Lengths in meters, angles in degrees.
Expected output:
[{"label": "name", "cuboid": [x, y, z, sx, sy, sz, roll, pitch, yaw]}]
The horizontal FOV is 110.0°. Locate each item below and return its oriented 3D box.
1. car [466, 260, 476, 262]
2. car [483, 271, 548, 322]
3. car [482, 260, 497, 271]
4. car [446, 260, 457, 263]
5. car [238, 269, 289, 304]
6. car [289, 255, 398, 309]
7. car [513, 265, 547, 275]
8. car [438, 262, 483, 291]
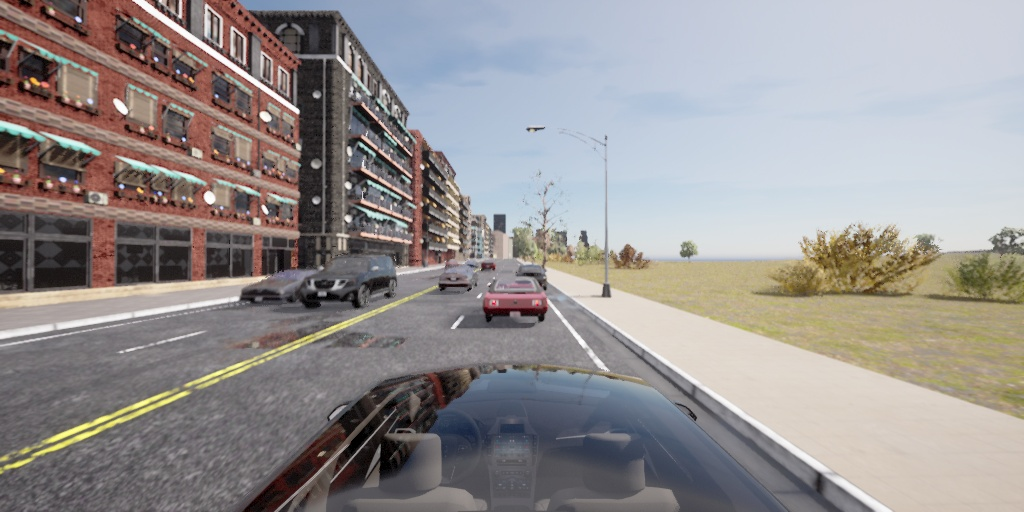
[{"label": "car", "cuboid": [-6.598, 1.325, 58.128, 2.033, 1.411, 5.357, 0, 0, 0]}, {"label": "car", "cuboid": [0.094, 1.357, 12.330, 1.895, 1.301, 4.718, 0, 0, 0]}, {"label": "car", "cuboid": [-3.184, 1.252, 50.000, 1.882, 1.535, 5.008, 0, 0, 0]}, {"label": "car", "cuboid": [-9.848, 1.303, 58.771, 1.812, 1.442, 4.674, 0, 0, 0]}, {"label": "car", "cuboid": [-9.860, 1.307, 16.614, 2.033, 1.411, 5.357, 0, 0, 0]}, {"label": "car", "cuboid": [-6.608, 0.980, 15.255, 2.150, 2.045, 5.566, 0, 0, 0]}, {"label": "car", "cuboid": [1.124, 1.267, 22.274, 1.837, 1.490, 4.892, 0, 0, 0]}, {"label": "car", "cuboid": [-3.163, 1.309, 21.867, 2.033, 1.411, 5.357, 0, 0, 0]}]
